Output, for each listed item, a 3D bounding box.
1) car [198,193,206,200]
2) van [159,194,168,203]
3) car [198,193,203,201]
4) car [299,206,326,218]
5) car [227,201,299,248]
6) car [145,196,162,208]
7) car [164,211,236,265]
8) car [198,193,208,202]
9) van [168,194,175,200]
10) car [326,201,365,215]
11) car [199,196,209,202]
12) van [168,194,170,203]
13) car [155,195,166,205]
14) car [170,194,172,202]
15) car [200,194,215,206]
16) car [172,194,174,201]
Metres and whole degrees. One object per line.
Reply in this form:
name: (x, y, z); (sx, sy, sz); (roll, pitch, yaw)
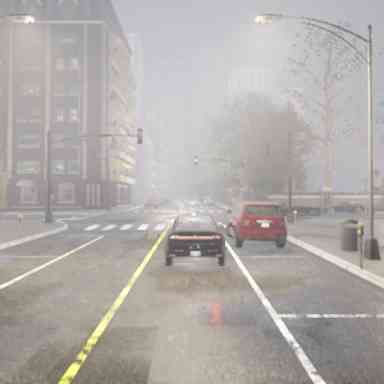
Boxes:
car: (2.698, 1.314, 91.484); (2.192, 1.841, 5.009); (1, 0, 0)
van: (-5.678, 1.330, 58.262); (1.690, 1.788, 3.998); (1, 0, 0)
car: (2.696, 1.542, 69.332); (2.008, 1.369, 4.403); (1, 0, 0)
car: (8.389, 1.532, 28.022); (4.718, 1.301, 1.895); (0, -1, -8)
car: (2.706, 1.309, 14.688); (2.192, 1.841, 5.009); (1, 0, 0)
car: (-5.682, 1.571, 47.186); (1.802, 1.307, 4.206); (1, 0, 0)
car: (0.098, 1.487, 11.652); (2.128, 1.511, 4.902); (0, 0, 0)
car: (2.699, 1.310, 80.409); (2.192, 1.841, 5.009); (1, 0, 0)
van: (-5.682, 1.340, 91.494); (1.690, 1.788, 3.998); (1, 0, 0)
car: (15.209, 1.579, 33.722); (4.313, 1.339, 1.947); (0, -1, 1)
car: (2.695, 1.559, 74.871); (1.947, 1.339, 4.313); (1, 0, 0)
van: (-5.679, 1.331, 63.801); (1.690, 1.788, 3.998); (1, 0, 0)
car: (-5.682, 1.571, 52.723); (1.802, 1.307, 4.206); (1, 0, 0)
car: (-5.684, 1.573, 69.340); (1.802, 1.307, 4.206); (1, 0, 0)
car: (2.698, 1.515, 52.889); (1.752, 1.417, 4.829); (1, 0, 0)
car: (-5.684, 1.543, 74.878); (2.008, 1.369, 4.403); (1, 0, 0)
